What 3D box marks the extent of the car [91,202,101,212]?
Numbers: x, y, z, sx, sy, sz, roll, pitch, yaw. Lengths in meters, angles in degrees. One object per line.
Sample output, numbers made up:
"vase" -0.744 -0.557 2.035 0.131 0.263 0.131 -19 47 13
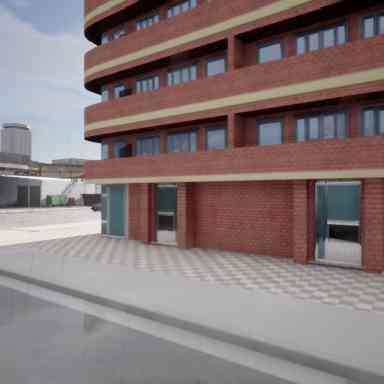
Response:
"car" -9.425 1.564 37.870 1.994 1.385 4.181 0 0 34
